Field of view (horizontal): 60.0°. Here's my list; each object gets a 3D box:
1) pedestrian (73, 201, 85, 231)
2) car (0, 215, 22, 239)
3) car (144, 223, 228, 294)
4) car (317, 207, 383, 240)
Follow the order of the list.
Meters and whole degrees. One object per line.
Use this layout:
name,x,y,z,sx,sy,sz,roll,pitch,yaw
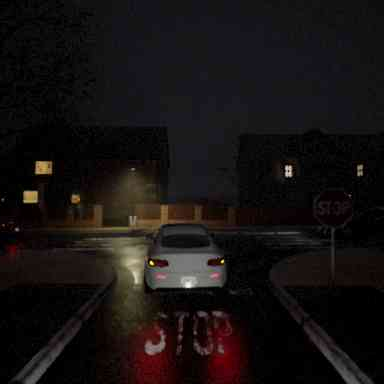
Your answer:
pedestrian,-6.758,1.405,19.827,0.375,1.860,0.375,0,-1,1
car,-11.190,1.755,16.955,4.674,1.442,1.812,0,-2,1
car,-0.253,1.545,8.749,1.812,1.442,4.674,0,0,-4
car,8.864,1.544,16.741,4.892,1.490,1.837,-1,-2,1
